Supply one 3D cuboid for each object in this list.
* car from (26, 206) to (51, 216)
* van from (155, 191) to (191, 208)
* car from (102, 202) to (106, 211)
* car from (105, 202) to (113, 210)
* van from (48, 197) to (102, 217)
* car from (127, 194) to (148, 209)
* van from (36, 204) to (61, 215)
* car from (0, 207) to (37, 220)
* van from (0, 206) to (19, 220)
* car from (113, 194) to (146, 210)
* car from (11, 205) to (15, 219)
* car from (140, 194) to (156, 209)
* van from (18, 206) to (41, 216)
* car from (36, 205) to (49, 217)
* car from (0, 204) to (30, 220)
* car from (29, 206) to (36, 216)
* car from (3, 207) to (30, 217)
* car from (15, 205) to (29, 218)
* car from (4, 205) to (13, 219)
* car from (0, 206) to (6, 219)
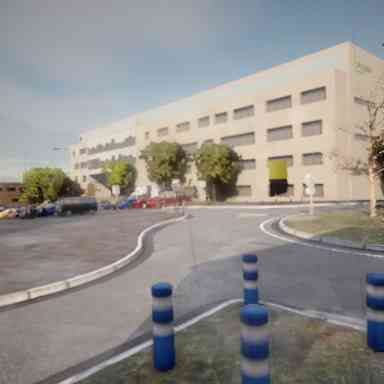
[{"bbox_3d":[-34.161,4.190,74.090,2.185,1.767,4.553,-6,-2,44],"label":"car"},{"bbox_3d":[-2.050,0.917,43.204,1.878,1.987,4.442,-5,-1,44],"label":"van"},{"bbox_3d":[-14.104,2.321,54.732,2.163,1.488,4.792,-6,-2,44],"label":"car"},{"bbox_3d":[-10.135,1.919,50.819,2.163,1.488,4.792,-6,-2,44],"label":"car"},{"bbox_3d":[-12.556,1.587,35.898,1.878,1.987,4.442,-5,-1,44],"label":"van"},{"bbox_3d":[-6.151,1.491,47.011,2.097,1.535,5.008,-6,-2,43],"label":"car"},{"bbox_3d":[-30.261,3.691,70.115,1.878,1.987,4.442,-6,-2,44],"label":"van"},{"bbox_3d":[-26.430,3.192,49.724,1.946,1.575,5.366,-6,-2,44],"label":"car"},{"bbox_3d":[-30.573,3.378,53.291,1.878,1.987,4.442,-6,-2,44],"label":"van"},{"bbox_3d":[-8.153,1.436,48.890,2.435,2.045,5.566,-6,-2,44],"label":"car"},{"bbox_3d":[-20.528,2.625,43.811,2.163,1.488,4.792,-6,-2,44],"label":"car"},{"bbox_3d":[-4.094,1.335,45.070,2.163,1.488,4.792,-5,-1,44],"label":"car"},{"bbox_3d":[-38.117,4.491,78.024,1.878,1.987,4.442,-6,-2,44],"label":"van"},{"bbox_3d":[-14.455,1.986,37.898,2.097,1.535,5.008,-5,-1,44],"label":"car"},{"bbox_3d":[-28.511,3.147,51.422,2.435,2.045,5.566,-6,-2,44],"label":"car"},{"bbox_3d":[-16.442,2.056,39.859,2.185,1.767,4.553,-6,-1,44],"label":"car"},{"bbox_3d":[-44.196,5.077,83.768,2.435,2.045,5.566,-6,-2,44],"label":"car"},{"bbox_3d":[-18.676,2.399,41.723,1.946,1.575,5.366,-6,-2,44],"label":"car"},{"bbox_3d":[-22.547,2.838,45.724,2.002,1.452,4.674,-6,-2,44],"label":"car"},{"bbox_3d":[-24.461,3.031,47.571,2.002,1.452,4.674,-6,-2,44],"label":"car"}]
